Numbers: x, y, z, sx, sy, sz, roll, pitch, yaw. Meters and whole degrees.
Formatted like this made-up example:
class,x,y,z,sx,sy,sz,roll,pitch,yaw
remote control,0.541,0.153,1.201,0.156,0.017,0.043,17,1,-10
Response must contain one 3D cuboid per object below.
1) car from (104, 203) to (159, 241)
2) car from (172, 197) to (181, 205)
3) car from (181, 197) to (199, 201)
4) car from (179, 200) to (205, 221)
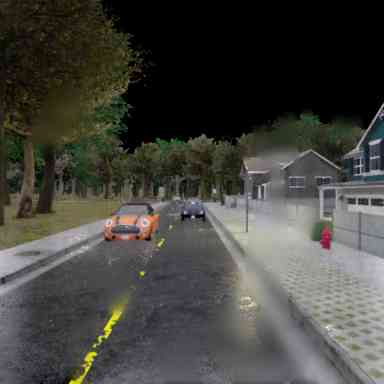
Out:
class,x,y,z,sx,sy,sz,roll,pitch,yaw
car,-2.848,1.354,16.471,2.097,1.767,4.553,0,0,0
car,-2.746,1.593,61.581,1.812,1.442,4.674,0,0,0
car,0.103,1.373,40.604,2.097,1.767,4.553,0,0,0
car,0.103,1.609,27.651,1.895,1.301,4.718,0,0,0
